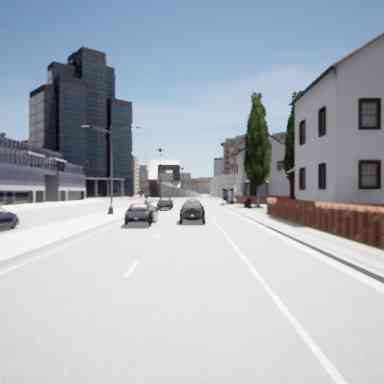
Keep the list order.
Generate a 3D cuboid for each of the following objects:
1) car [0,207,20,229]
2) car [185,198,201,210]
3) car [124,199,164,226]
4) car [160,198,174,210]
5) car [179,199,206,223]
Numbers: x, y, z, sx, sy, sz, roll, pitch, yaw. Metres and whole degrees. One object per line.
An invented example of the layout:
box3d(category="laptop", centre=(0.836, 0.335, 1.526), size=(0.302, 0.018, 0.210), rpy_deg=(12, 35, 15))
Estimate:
box3d(category="car", centre=(-11.558, 1.553, 18.716), size=(1.994, 1.385, 4.181), rpy_deg=(0, 0, 1))
box3d(category="car", centre=(0.091, 1.538, 43.746), size=(1.994, 1.385, 4.181), rpy_deg=(0, 0, 0))
box3d(category="car", centre=(-3.469, 1.479, 23.266), size=(2.128, 1.511, 4.902), rpy_deg=(0, 0, 1))
box3d(category="car", centre=(-3.410, 1.466, 43.205), size=(2.128, 1.511, 4.902), rpy_deg=(0, 0, 0))
box3d(category="car", centre=(0.052, 1.463, 25.305), size=(1.882, 1.535, 5.008), rpy_deg=(0, 0, 1))
